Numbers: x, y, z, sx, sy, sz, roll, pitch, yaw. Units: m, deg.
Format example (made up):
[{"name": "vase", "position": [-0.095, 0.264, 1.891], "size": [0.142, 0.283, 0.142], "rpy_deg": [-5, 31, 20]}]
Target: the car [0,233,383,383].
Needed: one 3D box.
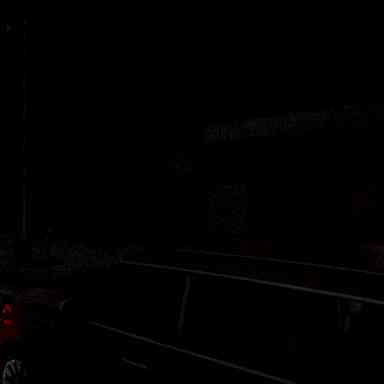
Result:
[{"name": "car", "position": [0.255, 1.314, 2.896], "size": [5.009, 1.841, 2.192], "rpy_deg": [0, 0, 36]}]
